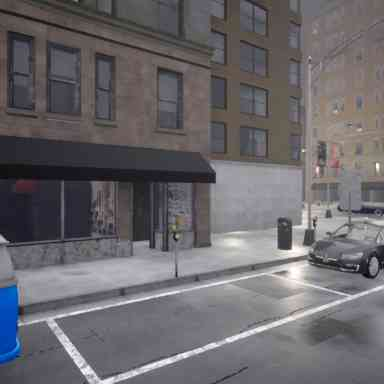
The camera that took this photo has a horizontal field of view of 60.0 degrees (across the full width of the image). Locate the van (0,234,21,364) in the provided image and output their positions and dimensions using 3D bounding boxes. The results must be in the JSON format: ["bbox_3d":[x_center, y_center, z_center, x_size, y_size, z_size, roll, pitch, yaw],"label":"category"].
[{"bbox_3d":[-3.937,1.341,3.379,3.998,1.788,1.690,0,0,-36],"label":"van"}]

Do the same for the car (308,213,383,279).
[{"bbox_3d":[5.274,1.550,9.965,4.403,1.369,2.008,0,0,-36],"label":"car"}]

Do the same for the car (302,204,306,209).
[{"bbox_3d":[10.541,1.430,38.908,2.033,1.411,5.357,0,0,-36],"label":"car"}]

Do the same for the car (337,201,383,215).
[{"bbox_3d":[16.219,1.529,31.040,1.895,1.301,4.718,0,0,-36],"label":"car"}]
